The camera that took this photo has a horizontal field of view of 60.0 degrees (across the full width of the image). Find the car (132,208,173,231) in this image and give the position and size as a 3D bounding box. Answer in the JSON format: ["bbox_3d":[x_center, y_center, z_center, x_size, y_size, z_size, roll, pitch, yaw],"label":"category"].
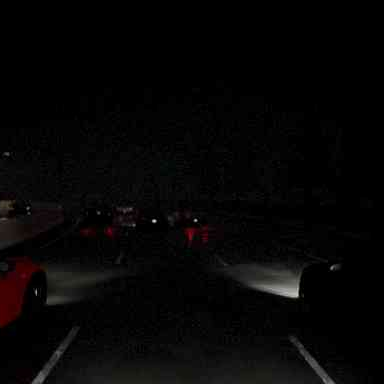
[{"bbox_3d":[-2.777,1.793,22.460,1.994,1.385,4.181,0,-1,-13],"label":"car"}]

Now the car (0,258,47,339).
[{"bbox_3d":[-3.721,1.403,4.483,2.097,1.767,4.553,0,-1,-3],"label":"car"}]

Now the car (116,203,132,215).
[{"bbox_3d":[-8.667,2.018,40.553,1.895,1.301,4.718,0,-1,-23],"label":"car"}]

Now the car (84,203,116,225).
[{"bbox_3d":[-7.482,1.629,26.702,2.097,1.767,4.553,0,-1,-15],"label":"car"}]

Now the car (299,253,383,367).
[{"bbox_3d":[3.237,1.612,5.108,1.994,1.385,4.181,0,-1,-3],"label":"car"}]

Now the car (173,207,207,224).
[{"bbox_3d":[-0.305,1.873,27.116,1.895,1.301,4.718,0,-1,-15],"label":"car"}]
